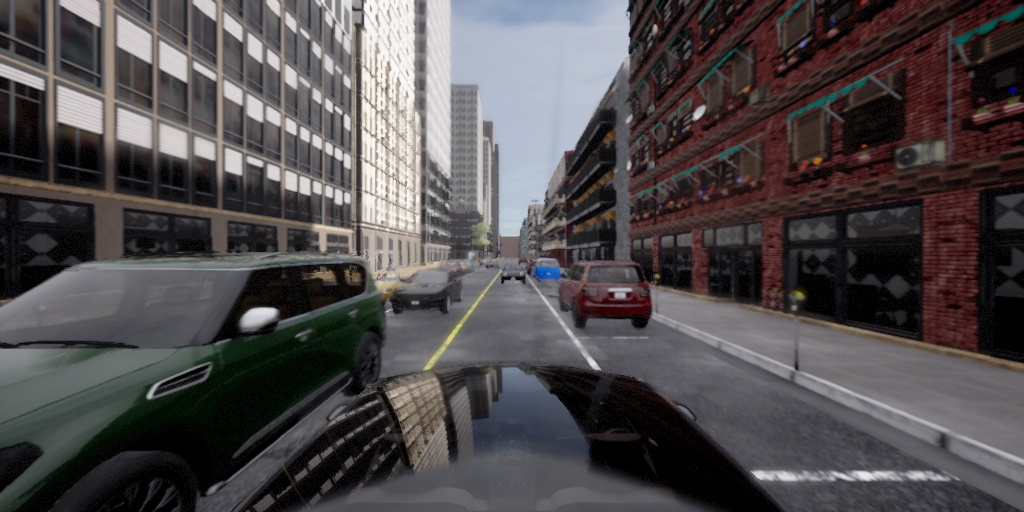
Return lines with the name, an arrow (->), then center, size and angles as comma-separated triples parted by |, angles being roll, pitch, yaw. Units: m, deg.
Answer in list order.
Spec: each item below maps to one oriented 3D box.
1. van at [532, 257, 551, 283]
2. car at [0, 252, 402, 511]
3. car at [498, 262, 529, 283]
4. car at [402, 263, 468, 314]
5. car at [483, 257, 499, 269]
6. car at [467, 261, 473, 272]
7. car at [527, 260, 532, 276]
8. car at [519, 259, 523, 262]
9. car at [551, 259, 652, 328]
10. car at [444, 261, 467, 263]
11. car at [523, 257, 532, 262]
van -> 2.691, 1.085, 27.953 | 1.690, 1.789, 3.998 | 0, 0, 0
car -> -3.099, 0.971, 3.660 | 2.150, 2.045, 5.566 | 0, 0, 0
car -> 0.100, 1.346, 27.698 | 1.895, 1.301, 4.718 | 0, 0, 0
car -> -3.086, 1.225, 13.987 | 1.882, 1.535, 5.008 | 0, 0, 0
car -> -3.056, 1.312, 56.859 | 1.994, 1.385, 4.181 | 0, 0, 0
car -> -5.689, 1.270, 38.884 | 1.751, 1.417, 4.829 | 0, 0, 0
car -> 2.692, 1.295, 33.504 | 2.007, 1.370, 4.403 | 0, 0, 0
car -> 0.087, 1.347, 45.307 | 1.895, 1.301, 4.718 | 0, 0, 0
car -> 2.691, 1.062, 11.301 | 2.192, 1.841, 5.009 | 0, 0, 0
car -> -5.689, 1.184, 33.503 | 1.967, 1.591, 4.097 | 0, 0, 0
car -> 2.692, 1.059, 39.054 | 2.192, 1.841, 5.009 | 0, 0, 0
